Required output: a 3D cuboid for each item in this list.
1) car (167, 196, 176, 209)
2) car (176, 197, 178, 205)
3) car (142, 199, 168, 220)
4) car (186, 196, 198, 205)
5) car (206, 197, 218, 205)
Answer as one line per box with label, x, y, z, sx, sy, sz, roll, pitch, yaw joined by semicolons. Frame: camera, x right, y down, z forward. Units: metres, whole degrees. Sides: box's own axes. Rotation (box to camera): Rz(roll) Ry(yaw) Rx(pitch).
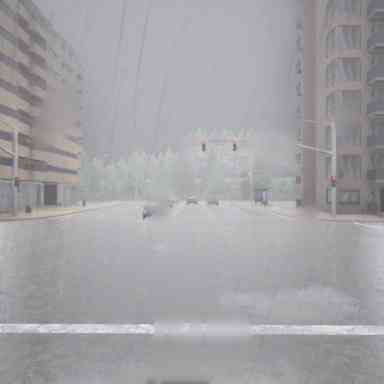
car;-3.595;1.564;43.721;1.994;1.385;4.181;0;0;0
car;-3.512;1.520;60.403;1.882;1.535;5.008;0;0;0
car;-3.234;1.525;28.168;1.812;1.442;4.674;0;0;-6
car;-0.012;1.526;60.173;1.812;1.442;4.674;0;0;0
car;3.594;1.547;58.976;2.033;1.411;5.357;0;0;0
